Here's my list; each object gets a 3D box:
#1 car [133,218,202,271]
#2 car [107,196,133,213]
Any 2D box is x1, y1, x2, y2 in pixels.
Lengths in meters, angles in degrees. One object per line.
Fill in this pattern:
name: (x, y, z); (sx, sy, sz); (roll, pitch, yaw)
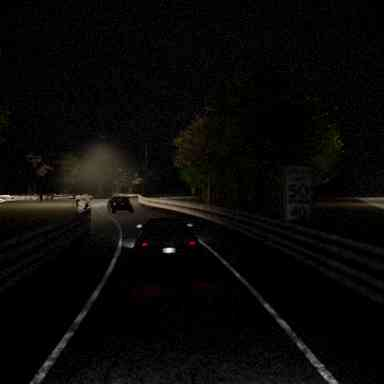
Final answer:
car: (-0.880, 1.546, 10.997); (1.994, 1.385, 4.181); (0, 0, -7)
car: (-7.685, 1.227, 35.206); (2.097, 1.767, 4.553); (0, 0, -21)
